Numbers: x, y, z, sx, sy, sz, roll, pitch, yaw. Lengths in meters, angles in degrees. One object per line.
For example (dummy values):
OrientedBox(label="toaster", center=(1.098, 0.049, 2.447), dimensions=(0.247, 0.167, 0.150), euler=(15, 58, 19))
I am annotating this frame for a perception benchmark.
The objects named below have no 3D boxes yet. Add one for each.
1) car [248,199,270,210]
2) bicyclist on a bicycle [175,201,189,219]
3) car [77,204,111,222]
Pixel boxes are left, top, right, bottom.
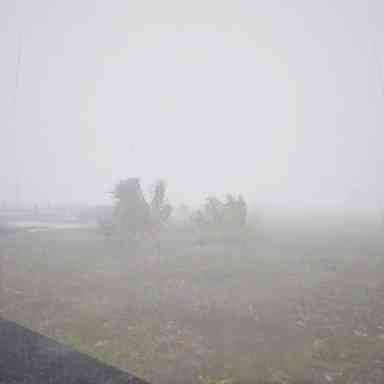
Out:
OrientedBox(label="car", center=(10.810, 1.904, 53.139), dimensions=(2.097, 1.767, 4.553), euler=(-1, -1, 36))
OrientedBox(label="bicyclist on a bicycle", center=(-0.914, 1.668, 30.068), dimensions=(1.656, 1.620, 0.582), euler=(0, -1, 36))
OrientedBox(label="car", center=(-7.066, 1.764, 28.327), dimensions=(2.033, 1.411, 5.357), euler=(-1, -1, 37))
